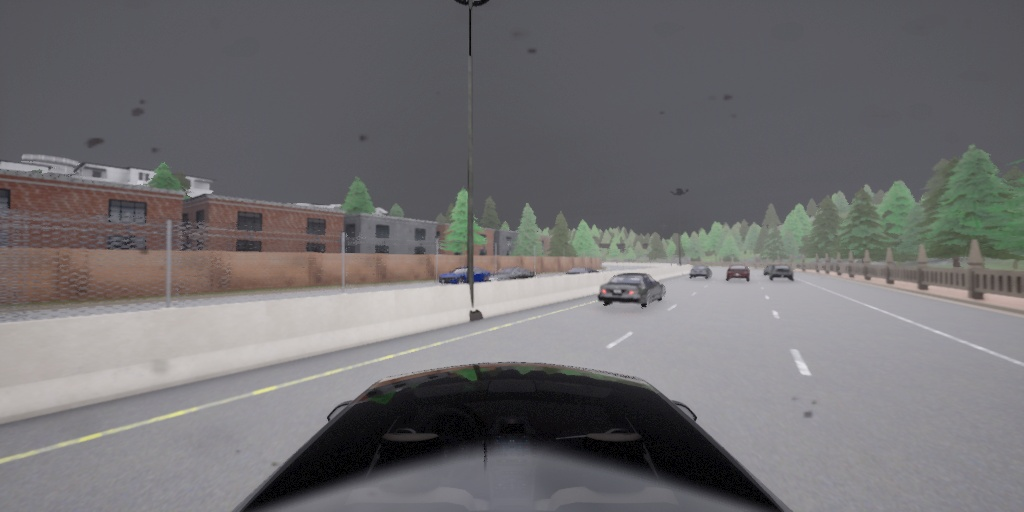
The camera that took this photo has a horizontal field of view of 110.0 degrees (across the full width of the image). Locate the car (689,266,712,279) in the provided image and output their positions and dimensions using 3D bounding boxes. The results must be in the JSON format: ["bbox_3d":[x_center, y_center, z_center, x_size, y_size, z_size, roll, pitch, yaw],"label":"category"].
[{"bbox_3d":[20.738,1.756,39.384,2.033,1.411,5.357,-1,-1,33],"label":"car"}]

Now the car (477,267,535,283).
[{"bbox_3d":[-0.069,1.571,27.219,2.128,1.511,4.902,-1,-1,33],"label":"car"}]

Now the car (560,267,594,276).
[{"bbox_3d":[5.653,1.649,29.548,2.033,1.411,5.357,-1,-1,33],"label":"car"}]

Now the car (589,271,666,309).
[{"bbox_3d":[5.552,1.478,16.298,2.033,1.411,5.357,-1,-1,33],"label":"car"}]

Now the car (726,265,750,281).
[{"bbox_3d":[22.597,1.639,35.845,1.882,1.535,5.008,-1,-1,33],"label":"car"}]

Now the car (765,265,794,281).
[{"bbox_3d":[26.494,1.656,35.401,1.837,1.490,4.892,-1,-1,33],"label":"car"}]

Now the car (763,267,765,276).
[{"bbox_3d":[33.370,1.840,45.867,1.994,1.385,4.181,-1,-1,33],"label":"car"}]

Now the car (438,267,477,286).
[{"bbox_3d":[-3.637,1.574,28.166,1.882,1.535,5.008,-1,-1,33],"label":"car"}]
